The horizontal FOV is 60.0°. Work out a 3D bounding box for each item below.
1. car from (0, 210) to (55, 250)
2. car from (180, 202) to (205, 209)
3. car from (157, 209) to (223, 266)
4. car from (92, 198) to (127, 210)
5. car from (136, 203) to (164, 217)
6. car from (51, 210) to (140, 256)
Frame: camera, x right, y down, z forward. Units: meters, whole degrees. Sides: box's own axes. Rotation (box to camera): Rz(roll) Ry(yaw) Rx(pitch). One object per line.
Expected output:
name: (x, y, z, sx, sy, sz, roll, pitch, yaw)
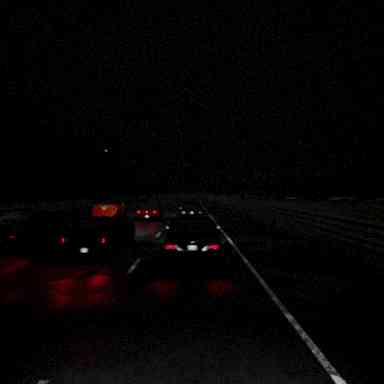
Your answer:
car: (-6.956, 1.513, 14.231, 1.812, 1.442, 4.674, 0, 0, 0)
car: (0.021, 1.528, 26.397, 2.033, 1.411, 5.357, 0, 0, 0)
car: (0.023, 1.536, 11.414, 2.033, 1.411, 5.357, 0, 0, 0)
car: (-6.959, 1.330, 28.504, 2.097, 1.767, 4.553, 0, 0, 1)
car: (-3.466, 1.581, 27.962, 1.895, 1.301, 4.718, 0, 0, 0)
car: (-3.463, 1.588, 12.961, 1.895, 1.301, 4.718, 0, 0, 0)
